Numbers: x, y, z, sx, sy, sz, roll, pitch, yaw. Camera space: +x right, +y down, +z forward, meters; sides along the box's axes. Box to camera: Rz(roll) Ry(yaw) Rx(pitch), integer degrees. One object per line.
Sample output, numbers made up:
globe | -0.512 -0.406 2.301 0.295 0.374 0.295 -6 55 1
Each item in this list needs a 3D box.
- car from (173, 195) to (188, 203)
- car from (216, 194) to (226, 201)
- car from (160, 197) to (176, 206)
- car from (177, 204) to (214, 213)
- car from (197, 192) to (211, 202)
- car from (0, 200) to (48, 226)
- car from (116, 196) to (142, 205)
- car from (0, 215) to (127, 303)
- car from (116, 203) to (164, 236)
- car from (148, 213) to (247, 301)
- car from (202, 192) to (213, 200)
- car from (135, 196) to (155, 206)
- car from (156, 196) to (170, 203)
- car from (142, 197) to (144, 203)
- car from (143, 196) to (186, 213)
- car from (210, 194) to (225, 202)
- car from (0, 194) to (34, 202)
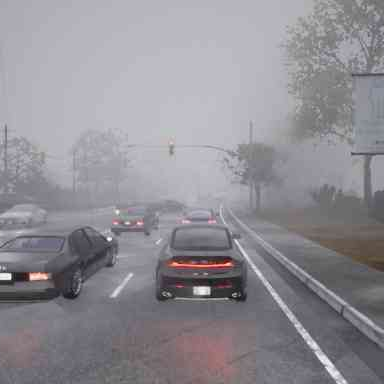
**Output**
car | -2.308 1.492 67.901 2.128 1.511 4.902 0 0 8
car | 7.533 1.393 85.435 2.128 1.511 4.902 0 0 10
car | -3.943 1.564 55.249 1.994 1.385 4.181 0 0 6
car | 0.460 1.526 17.573 1.812 1.442 4.674 0 0 4
car | 2.386 1.349 75.775 2.097 1.767 4.553 0 0 9
car | -11.020 1.525 21.978 1.812 1.442 4.674 0 0 -6
car | -8.553 1.352 44.377 2.097 1.767 4.553 0 0 5
car | -3.297 1.547 8.408 2.033 1.411 5.357 0 0 1
car | -3.014 1.547 18.475 2.033 1.411 5.357 0 0 2
car | 0.214 1.505 8.326 1.837 1.490 4.892 0 0 1
car | 4.017 1.075 85.652 2.150 2.045 5.566 0 0 10
car | -7.580 1.492 54.201 2.128 1.511 4.902 0 0 6
car | -5.833 1.525 67.945 1.812 1.442 4.674 0 0 8
car | -4.954 1.477 45.365 1.882 1.535 5.008 0 0 5
car | -2.662 1.506 37.413 1.837 1.490 4.892 5 3 43
car | 5.855 1.519 75.310 1.812 1.442 4.674 0 0 9
car | -17.763 1.223 34.186 5.566 2.045 2.150 0 0 5
